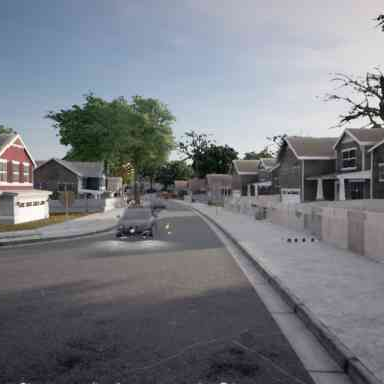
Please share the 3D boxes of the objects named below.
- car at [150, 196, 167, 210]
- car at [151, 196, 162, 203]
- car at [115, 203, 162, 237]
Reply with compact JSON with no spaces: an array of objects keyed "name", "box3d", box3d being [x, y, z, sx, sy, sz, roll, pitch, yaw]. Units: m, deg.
[{"name":"car","box3d":[-4.335,1.411,42.910,2.097,1.767,4.553,0,0,-5]},{"name":"car","box3d":[-7.354,1.507,68.311,2.128,1.511,4.902,0,0,-9]},{"name":"car","box3d":[-2.864,1.568,17.977,1.837,1.490,4.892,0,0,-2]}]
